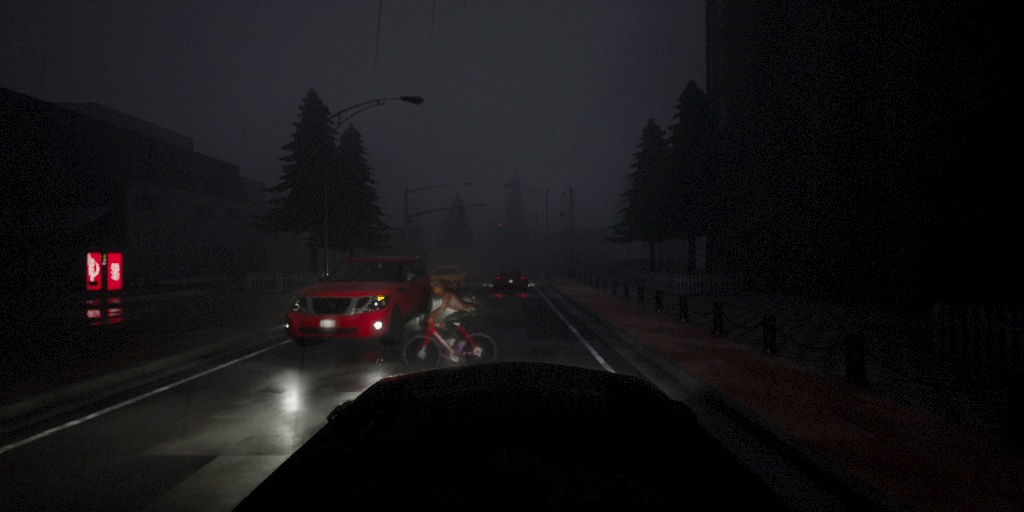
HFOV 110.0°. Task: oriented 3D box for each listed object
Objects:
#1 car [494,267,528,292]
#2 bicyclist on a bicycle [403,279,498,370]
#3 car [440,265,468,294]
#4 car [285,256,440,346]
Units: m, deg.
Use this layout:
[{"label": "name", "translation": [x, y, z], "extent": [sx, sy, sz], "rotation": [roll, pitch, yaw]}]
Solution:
[{"label": "car", "translation": [-0.078, 1.372, 21.844], "extent": [1.994, 1.385, 4.181], "rotation": [0, 0, -1]}, {"label": "bicyclist on a bicycle", "translation": [-1.084, 1.215, 6.191], "extent": [1.656, 1.620, 0.582], "rotation": [-2, 0, -1]}, {"label": "car", "translation": [-3.694, 1.283, 20.499], "extent": [1.882, 1.535, 5.008], "rotation": [0, 0, 0]}, {"label": "car", "translation": [-3.658, 0.997, 9.816], "extent": [2.150, 2.045, 5.566], "rotation": [0, 0, -1]}]
